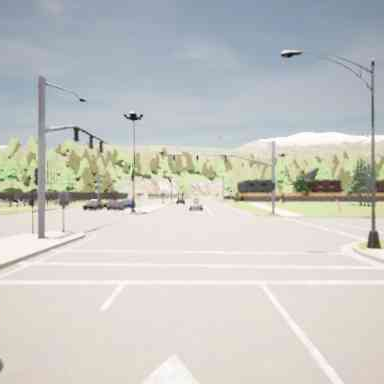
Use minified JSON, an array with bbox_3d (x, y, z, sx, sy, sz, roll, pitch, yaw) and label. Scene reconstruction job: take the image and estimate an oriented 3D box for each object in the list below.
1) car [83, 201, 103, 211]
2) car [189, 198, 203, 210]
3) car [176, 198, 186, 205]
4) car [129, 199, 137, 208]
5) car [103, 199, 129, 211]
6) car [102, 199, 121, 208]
[{"bbox_3d":[-14.485,1.966,49.263,2.033,1.411,5.357,0,0,1],"label":"car"},{"bbox_3d":[0.591,1.941,49.031,1.812,1.442,4.674,0,0,1],"label":"car"},{"bbox_3d":[-2.519,1.989,74.511,2.128,1.511,4.902,0,0,1],"label":"car"},{"bbox_3d":[-10.805,1.964,57.352,1.882,1.535,5.008,0,0,1],"label":"car"},{"bbox_3d":[-11.002,1.975,48.389,1.994,1.385,4.181,0,0,1],"label":"car"},{"bbox_3d":[-14.253,2.051,59.318,2.033,1.411,5.357,0,0,1],"label":"car"}]
